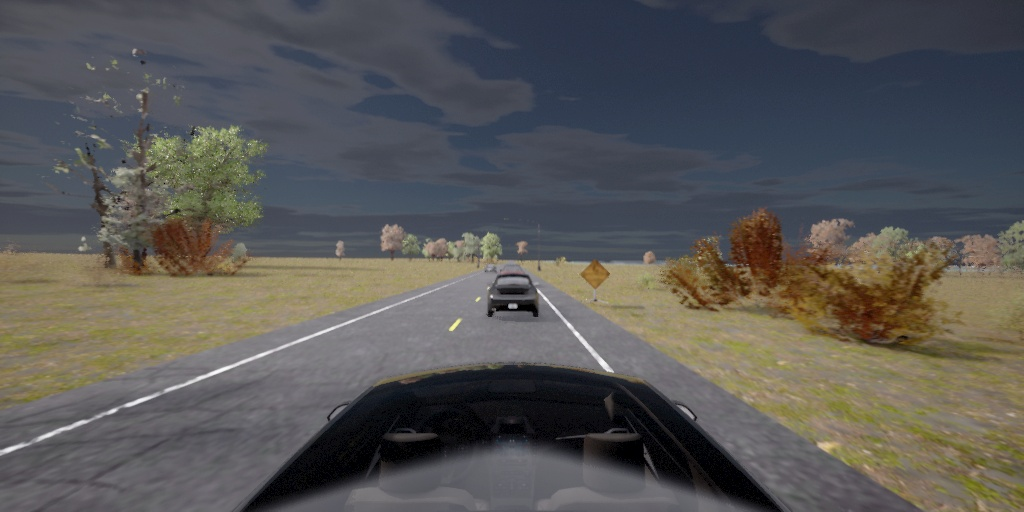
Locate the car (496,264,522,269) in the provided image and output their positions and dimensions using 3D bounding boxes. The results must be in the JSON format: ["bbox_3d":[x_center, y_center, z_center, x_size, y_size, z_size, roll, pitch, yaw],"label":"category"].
[{"bbox_3d":[0.052,1.484,29.104,2.097,1.767,4.553,0,-1,0],"label":"car"}]

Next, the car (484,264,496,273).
[{"bbox_3d":[-3.546,2.052,59.382,2.128,1.511,4.902,0,-1,0],"label":"car"}]

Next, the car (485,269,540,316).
[{"bbox_3d":[0.050,1.430,14.216,1.837,1.490,4.892,0,0,0],"label":"car"}]

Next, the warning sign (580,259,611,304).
[{"bbox_3d":[3.553,1.054,15.287,1.300,1.860,1.060,0,0,0],"label":"warning sign"}]
